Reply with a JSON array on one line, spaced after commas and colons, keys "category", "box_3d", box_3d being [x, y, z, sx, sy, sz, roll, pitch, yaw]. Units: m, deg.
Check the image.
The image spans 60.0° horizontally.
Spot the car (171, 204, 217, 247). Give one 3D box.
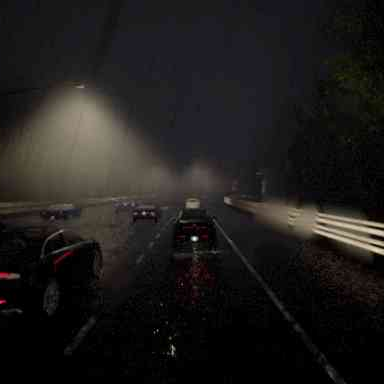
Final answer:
[{"category": "car", "box_3d": [0.100, 1.525, 15.176, 1.837, 1.490, 4.892, 0, 0, 0]}]

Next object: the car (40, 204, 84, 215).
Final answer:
[{"category": "car", "box_3d": [-10.401, 1.634, 27.073, 1.895, 1.301, 4.718, 0, 0, 0]}]

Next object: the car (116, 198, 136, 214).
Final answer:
[{"category": "car", "box_3d": [-6.902, 1.397, 36.566, 2.097, 1.767, 4.553, 0, 0, 0]}]

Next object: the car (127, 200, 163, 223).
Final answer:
[{"category": "car", "box_3d": [-3.400, 1.580, 26.078, 2.033, 1.411, 5.357, 0, 0, 0]}]

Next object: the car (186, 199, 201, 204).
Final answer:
[{"category": "car", "box_3d": [0.145, 1.578, 41.584, 1.812, 1.442, 4.674, 0, 0, 1]}]

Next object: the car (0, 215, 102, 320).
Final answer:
[{"category": "car", "box_3d": [-3.398, 1.501, 7.323, 2.128, 1.511, 4.902, 0, 0, 0]}]
